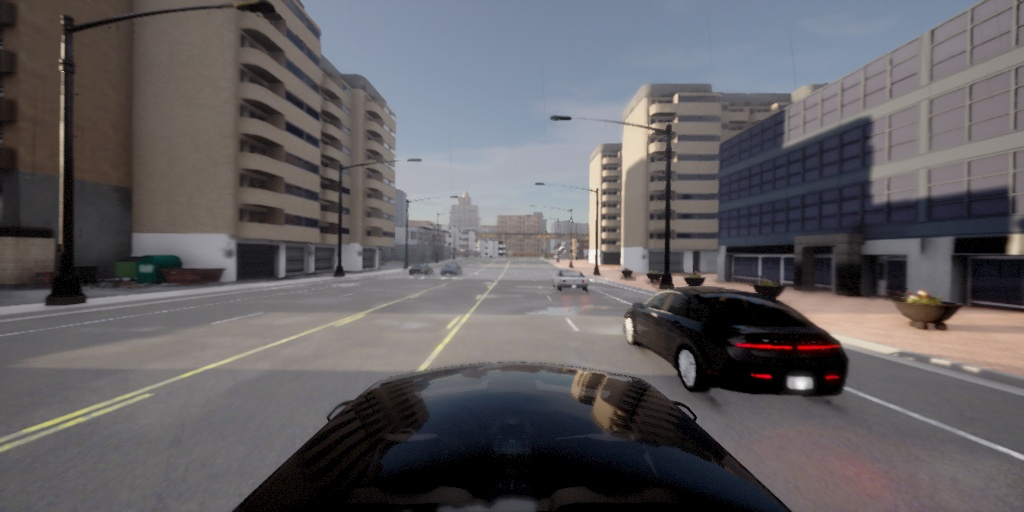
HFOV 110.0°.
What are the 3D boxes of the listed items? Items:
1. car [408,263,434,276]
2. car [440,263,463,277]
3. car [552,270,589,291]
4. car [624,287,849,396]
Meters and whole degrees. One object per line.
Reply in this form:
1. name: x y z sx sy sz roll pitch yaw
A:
1. car: -10.171 1.512 40.345 1.994 1.385 4.181 1 0 1
2. car: -6.678 1.536 40.155 2.033 1.411 5.357 1 0 1
3. car: 3.810 1.588 24.082 1.895 1.301 4.718 1 0 1
4. car: 3.605 1.343 6.853 1.837 1.490 4.892 1 0 1
